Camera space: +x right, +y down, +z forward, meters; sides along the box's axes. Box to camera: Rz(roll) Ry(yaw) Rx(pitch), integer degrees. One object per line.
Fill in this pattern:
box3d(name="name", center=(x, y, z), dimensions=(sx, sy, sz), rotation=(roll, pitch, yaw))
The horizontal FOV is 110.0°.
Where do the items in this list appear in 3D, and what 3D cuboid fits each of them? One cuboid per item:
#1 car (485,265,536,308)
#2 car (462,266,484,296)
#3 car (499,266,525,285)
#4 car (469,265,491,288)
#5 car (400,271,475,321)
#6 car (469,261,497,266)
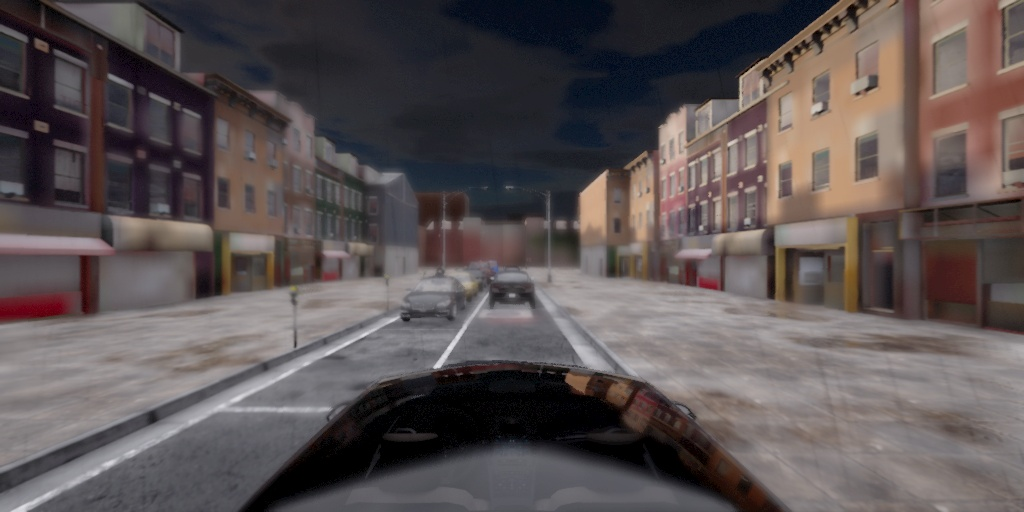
box3d(name="car", center=(0.031, 1.368, 16.102), dimensions=(1.882, 1.535, 5.008), rotation=(0, 0, 1))
box3d(name="car", center=(-2.638, 1.438, 18.068), dimensions=(1.751, 1.417, 4.829), rotation=(0, 0, 0))
box3d(name="car", center=(0.026, 1.599, 30.377), dimensions=(1.994, 1.385, 4.181), rotation=(0, -1, 1))
box3d(name="car", center=(-2.637, 1.532, 23.664), dimensions=(1.948, 1.339, 4.313), rotation=(0, 0, 0))
box3d(name="car", center=(-2.638, 1.409, 12.811), dimensions=(2.007, 1.370, 4.403), rotation=(0, 0, 0))
box3d(name="car", center=(-2.637, 1.336, 29.091), dimensions=(2.192, 1.841, 5.009), rotation=(0, 0, 0))
